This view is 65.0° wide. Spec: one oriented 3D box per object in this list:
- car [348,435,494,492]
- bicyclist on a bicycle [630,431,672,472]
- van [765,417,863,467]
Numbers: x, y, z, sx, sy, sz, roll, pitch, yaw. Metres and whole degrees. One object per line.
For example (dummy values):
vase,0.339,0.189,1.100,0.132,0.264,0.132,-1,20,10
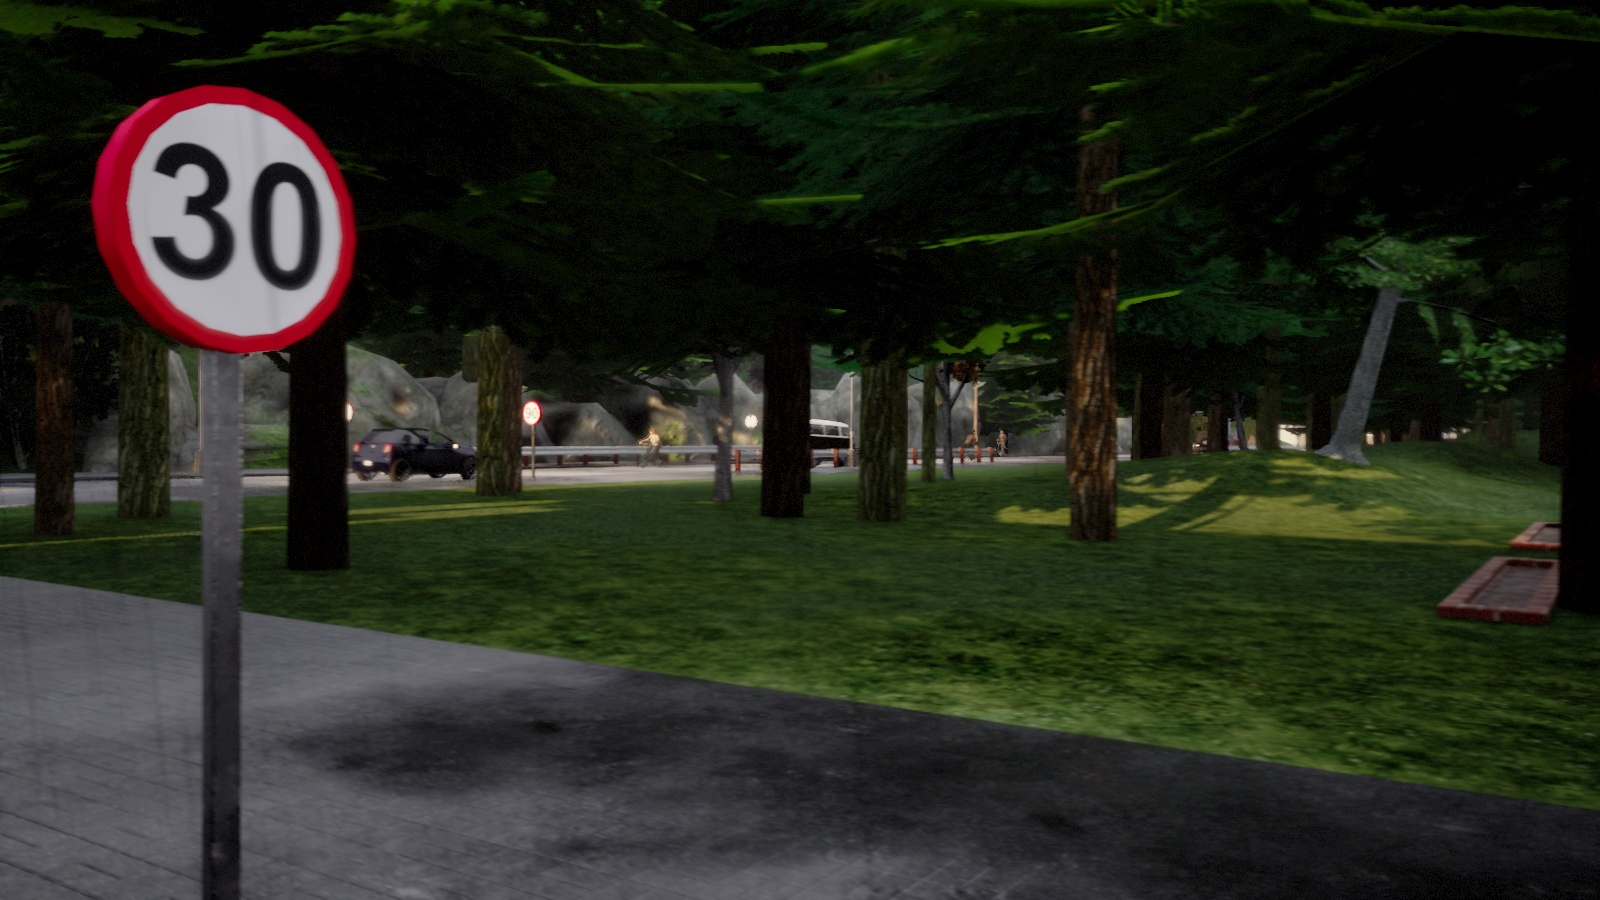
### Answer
car,-10.767,0.353,35.885,1.845,1.501,3.633,0,1,33
bicyclist on a bicycle,-5.988,0.034,50.454,0.866,1.612,1.509,0,1,33
van,0.659,-0.290,53.297,2.069,2.038,4.480,0,-1,33
